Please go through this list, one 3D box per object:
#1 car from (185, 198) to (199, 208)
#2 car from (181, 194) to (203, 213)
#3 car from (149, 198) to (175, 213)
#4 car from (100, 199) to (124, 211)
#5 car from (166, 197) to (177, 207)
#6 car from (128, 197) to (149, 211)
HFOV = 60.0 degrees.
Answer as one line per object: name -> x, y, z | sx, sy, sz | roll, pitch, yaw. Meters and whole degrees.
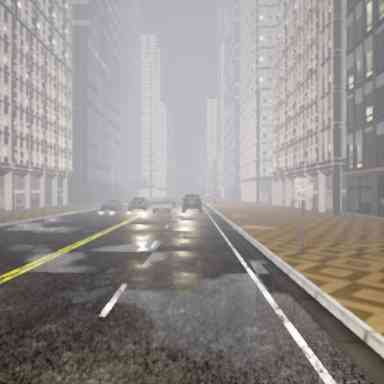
car -> 0.027, 1.578, 47.905 | 1.994, 1.385, 4.181 | 0, 0, 0
car -> 0.016, 1.219, 36.678 | 2.150, 2.045, 5.566 | 0, 0, 0
car -> -3.234, 1.598, 36.679 | 1.895, 1.301, 4.718 | 0, 0, 0
car -> -9.732, 1.548, 40.820 | 2.033, 1.411, 5.357 | 0, 0, 0
car -> -3.223, 1.505, 47.456 | 2.128, 1.511, 4.902 | 0, 0, 0
car -> -6.482, 1.353, 40.849 | 2.097, 1.767, 4.553 | 0, 0, 0
